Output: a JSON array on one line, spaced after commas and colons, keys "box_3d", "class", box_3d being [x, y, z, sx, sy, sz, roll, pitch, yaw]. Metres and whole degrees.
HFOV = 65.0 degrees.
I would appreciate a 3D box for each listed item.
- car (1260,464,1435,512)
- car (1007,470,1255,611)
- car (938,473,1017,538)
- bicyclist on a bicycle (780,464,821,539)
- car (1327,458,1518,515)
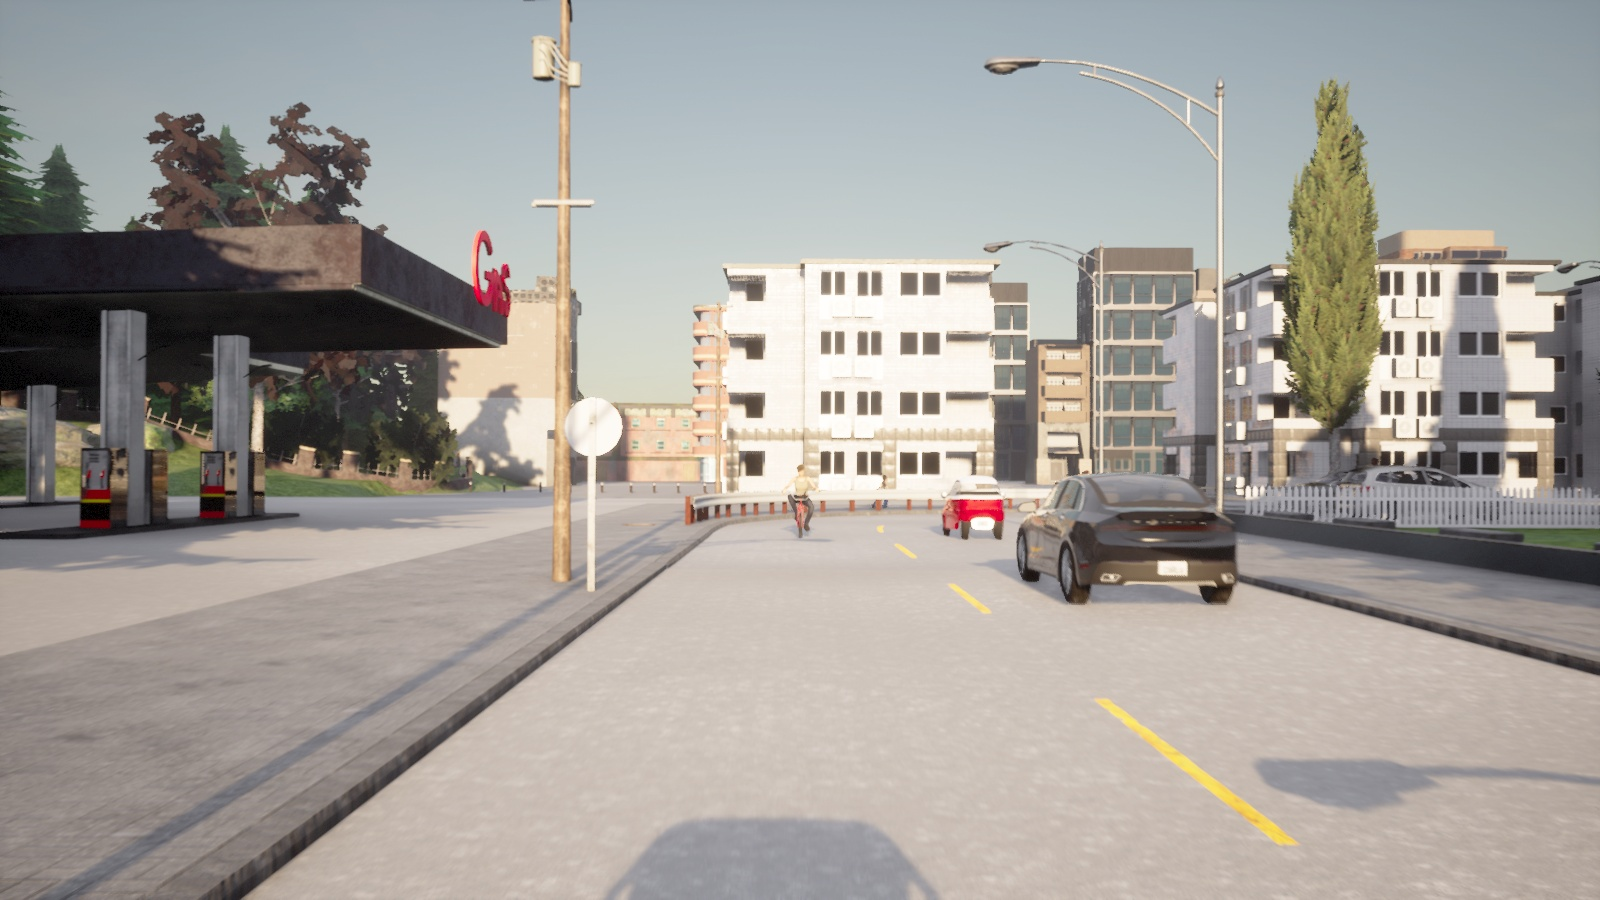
[{"box_3d": [18.136, 1.246, 41.759, 4.902, 1.511, 2.128, 0, -1, 0], "class": "car"}, {"box_3d": [3.962, 1.009, 15.944, 1.837, 1.490, 4.892, 0, -1, 0], "class": "car"}, {"box_3d": [3.958, 1.223, 28.276, 1.481, 1.376, 2.207, 0, 0, 1], "class": "car"}, {"box_3d": [0.023, 1.111, 27.590, 0.866, 1.612, 1.509, 0, -1, 2], "class": "bicyclist on a bicycle"}, {"box_3d": [18.656, 1.080, 37.784, 4.611, 1.667, 2.242, 0, -1, 0], "class": "car"}]
